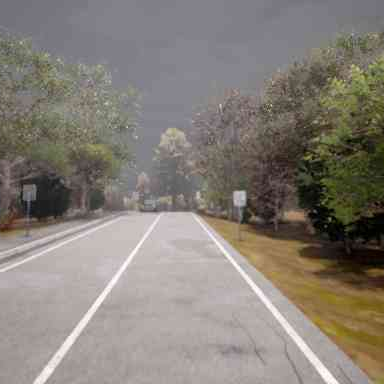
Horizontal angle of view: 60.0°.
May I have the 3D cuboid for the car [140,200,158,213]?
[{"bbox_3d":[-5.531,1.781,43.103,2.097,1.767,4.553,0,-2,-2],"label":"car"}]
